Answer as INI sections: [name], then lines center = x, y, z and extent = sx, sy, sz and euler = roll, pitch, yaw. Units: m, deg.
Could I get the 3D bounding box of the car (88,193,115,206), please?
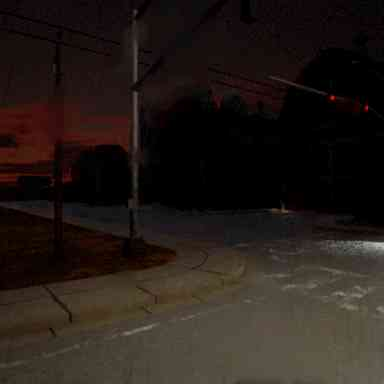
[car]
center = -13.731, 1.110, 50.647
extent = 3.866, 1.878, 1.905
euler = -2, 5, 11
